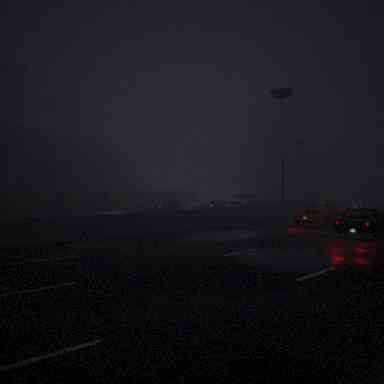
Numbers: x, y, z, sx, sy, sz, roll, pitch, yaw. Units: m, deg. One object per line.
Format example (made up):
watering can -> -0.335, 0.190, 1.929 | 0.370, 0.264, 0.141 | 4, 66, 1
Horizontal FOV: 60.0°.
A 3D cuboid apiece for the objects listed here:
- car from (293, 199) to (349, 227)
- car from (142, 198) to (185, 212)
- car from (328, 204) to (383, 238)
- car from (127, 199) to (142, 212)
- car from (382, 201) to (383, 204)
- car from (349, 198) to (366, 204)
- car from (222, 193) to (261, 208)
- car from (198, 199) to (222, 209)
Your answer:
car -> 8.425, 1.376, 21.961 | 1.882, 1.535, 5.008 | 0, 0, 40
car -> -2.728, 1.442, 36.362 | 1.882, 1.535, 5.008 | 0, 0, 35
car -> 8.990, 1.502, 17.203 | 1.895, 1.301, 4.718 | 0, 0, 42
car -> -5.408, 1.487, 38.597 | 1.837, 1.490, 4.892 | 0, 0, 35
car -> 20.045, 1.312, 33.068 | 1.812, 1.442, 4.674 | 0, 0, 29
car -> 17.412, 1.329, 35.527 | 1.812, 1.442, 4.674 | 0, 0, 29
car -> 5.771, 1.117, 36.507 | 2.150, 2.045, 5.566 | 0, 0, 31
car -> 2.585, 1.520, 37.973 | 1.895, 1.301, 4.718 | 0, 0, 31
